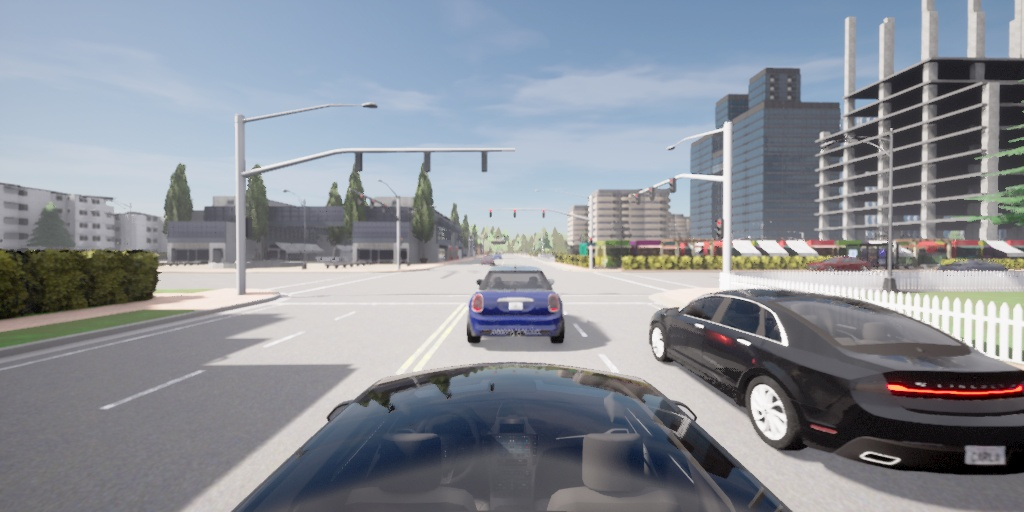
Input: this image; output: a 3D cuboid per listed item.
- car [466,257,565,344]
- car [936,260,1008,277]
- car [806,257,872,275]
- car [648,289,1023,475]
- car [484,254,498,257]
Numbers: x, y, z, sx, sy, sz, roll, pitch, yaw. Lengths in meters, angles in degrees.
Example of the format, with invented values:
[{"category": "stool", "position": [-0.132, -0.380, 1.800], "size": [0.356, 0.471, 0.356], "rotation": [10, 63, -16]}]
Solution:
[{"category": "car", "position": [0.084, 1.011, 9.464], "size": [2.097, 1.767, 4.553], "rotation": [0, 1, 0]}, {"category": "car", "position": [37.454, 0.992, 29.249], "size": [4.181, 1.385, 1.994], "rotation": [0, 1, -1]}, {"category": "car", "position": [29.602, 0.866, 32.560], "size": [5.008, 1.535, 1.882], "rotation": [0, 1, -1]}, {"category": "car", "position": [3.562, 1.215, 5.106], "size": [1.837, 1.490, 4.892], "rotation": [0, 1, 0]}, {"category": "car", "position": [-3.488, 0.736, 52.258], "size": [1.812, 1.442, 4.674], "rotation": [0, 2, 0]}]
